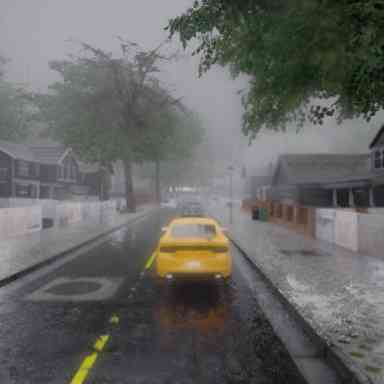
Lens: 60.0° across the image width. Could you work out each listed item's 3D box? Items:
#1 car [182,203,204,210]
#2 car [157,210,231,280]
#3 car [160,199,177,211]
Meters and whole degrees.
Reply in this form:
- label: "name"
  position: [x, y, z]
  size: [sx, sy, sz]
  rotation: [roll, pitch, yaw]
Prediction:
- label: "car"
  position: [0.077, 1.666, 28.704]
  size: [2.033, 1.411, 5.357]
  rotation: [0, 0, 0]
- label: "car"
  position: [0.062, 1.534, 10.159]
  size: [1.882, 1.535, 5.008]
  rotation: [0, 0, 0]
- label: "car"
  position: [-2.858, 1.663, 42.343]
  size: [1.812, 1.442, 4.674]
  rotation: [0, 0, 0]
